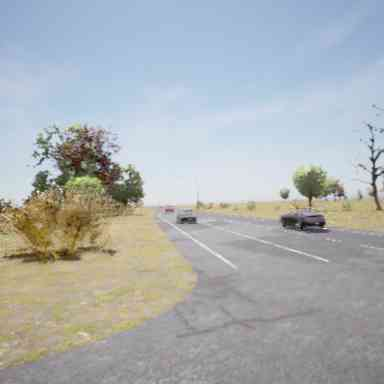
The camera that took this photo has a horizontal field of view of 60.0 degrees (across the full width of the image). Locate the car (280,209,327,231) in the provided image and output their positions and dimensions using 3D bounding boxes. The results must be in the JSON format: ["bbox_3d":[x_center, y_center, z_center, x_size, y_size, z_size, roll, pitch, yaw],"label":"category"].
[{"bbox_3d":[8.338,2.081,25.482,2.128,1.511,4.902,-2,-2,-9],"label":"car"}]

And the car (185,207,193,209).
[{"bbox_3d":[-0.892,4.555,87.317,1.895,1.301,4.718,-2,-2,-9],"label":"car"}]

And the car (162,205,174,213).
[{"bbox_3d":[-5.637,4.288,84.609,2.150,2.045,5.566,-2,-2,-1],"label":"car"}]

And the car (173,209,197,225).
[{"bbox_3d":[-0.642,2.962,38.226,1.895,1.301,4.718,-2,-2,-9],"label":"car"}]
